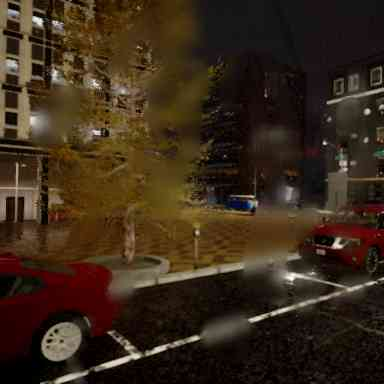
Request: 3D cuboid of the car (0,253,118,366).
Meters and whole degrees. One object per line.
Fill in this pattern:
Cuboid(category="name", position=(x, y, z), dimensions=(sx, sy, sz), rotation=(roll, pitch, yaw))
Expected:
Cuboid(category="car", position=(-3.217, 1.544, 4.248), dimensions=(4.507, 1.381, 1.887), rotation=(0, 1, -35))

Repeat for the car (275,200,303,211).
Cuboid(category="car", position=(12.130, 1.657, 40.490), dimensions=(1.947, 1.339, 4.313), rotation=(2, -1, -36))

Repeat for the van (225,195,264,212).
Cuboid(category="van", position=(5.325, 1.255, 35.610), dimensions=(1.690, 1.788, 3.998), rotation=(2, -1, -36))

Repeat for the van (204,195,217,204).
Cuboid(category="van", position=(2.293, 1.386, 54.223), dimensions=(1.690, 1.788, 3.998), rotation=(2, -1, -36))

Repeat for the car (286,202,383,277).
Cuboid(category="car", position=(5.606, 1.343, 10.628), dimensions=(5.009, 1.841, 2.192), rotation=(0, 1, -35))

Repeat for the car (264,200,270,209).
Cuboid(category="car", position=(8.849, 1.657, 45.066), dimensions=(1.802, 1.307, 4.206), rotation=(2, -1, -36))
